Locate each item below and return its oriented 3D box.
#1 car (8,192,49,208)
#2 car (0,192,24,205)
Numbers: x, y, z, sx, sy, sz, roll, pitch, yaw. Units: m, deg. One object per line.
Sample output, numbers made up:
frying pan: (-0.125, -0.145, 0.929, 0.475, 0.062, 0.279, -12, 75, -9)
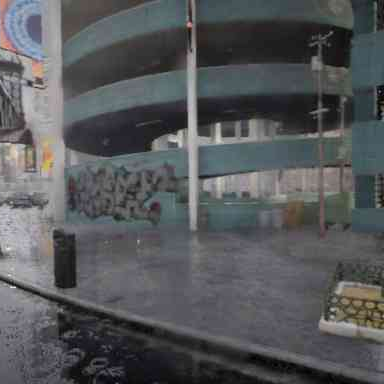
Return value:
car: (-18.024, 1.047, 37.524, 1.994, 1.385, 4.181, -1, 1, 11)
car: (-23.598, 0.783, 44.144, 2.097, 1.767, 4.553, 0, 1, 20)
